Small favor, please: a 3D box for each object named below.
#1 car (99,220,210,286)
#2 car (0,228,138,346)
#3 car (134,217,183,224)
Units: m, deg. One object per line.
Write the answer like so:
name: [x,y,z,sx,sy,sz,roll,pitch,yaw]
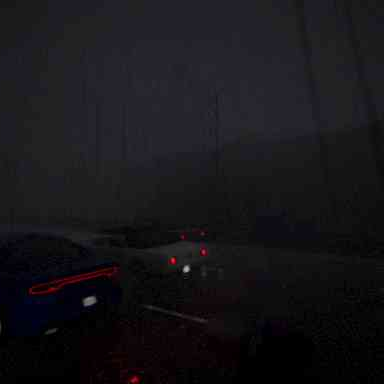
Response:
car: [-1.937,1.671,9.671,4.718,1.301,1.895,-1,0,35]
car: [-3.584,1.543,6.546,5.008,1.535,1.882,-1,0,35]
car: [-1.829,1.695,13.892,4.718,1.301,1.895,-1,0,35]
